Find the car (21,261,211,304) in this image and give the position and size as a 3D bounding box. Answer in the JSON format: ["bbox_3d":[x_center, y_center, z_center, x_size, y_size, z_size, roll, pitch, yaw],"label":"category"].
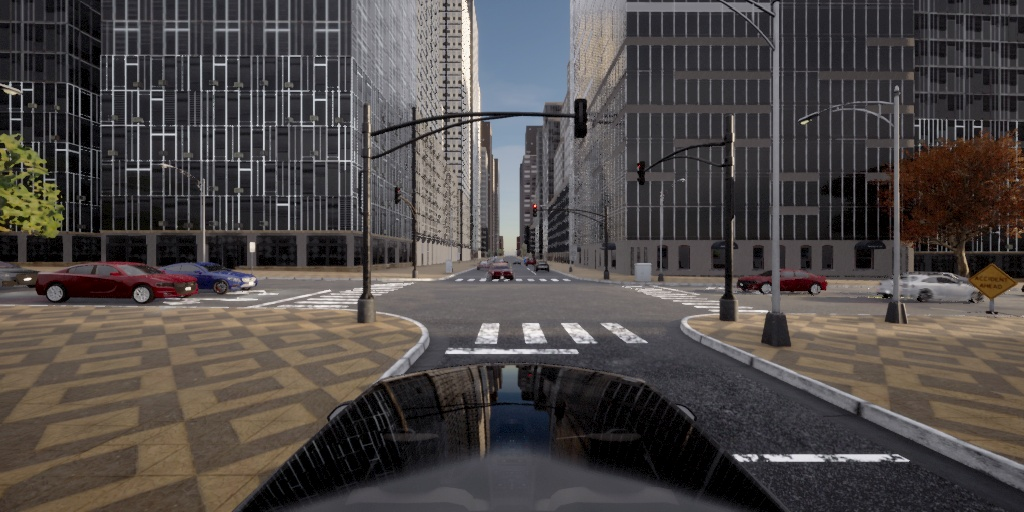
[{"bbox_3d":[-15.288,0.973,14.080,5.008,1.535,1.882,1,0,-2],"label":"car"}]

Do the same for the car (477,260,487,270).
[{"bbox_3d":[-4.119,1.343,52.154,1.802,1.307,4.207,0,0,0],"label":"car"}]

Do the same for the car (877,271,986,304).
[{"bbox_3d":[22.205,1.701,19.115,4.674,1.442,1.812,1,0,-3],"label":"car"}]

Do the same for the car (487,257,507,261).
[{"bbox_3d":[-1.606,1.115,44.870,2.097,1.767,4.553,0,0,0],"label":"car"}]

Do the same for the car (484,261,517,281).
[{"bbox_3d":[-1.060,1.371,30.094,1.895,1.301,4.718,0,0,-8],"label":"car"}]

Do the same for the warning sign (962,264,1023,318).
[{"bbox_3d":[17.257,1.204,12.900,1.060,1.860,1.300,0,0,-3],"label":"warning sign"}]

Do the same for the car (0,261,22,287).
[{"bbox_3d":[-24.903,0.882,16.875,4.181,1.385,1.994,1,0,-3],"label":"car"}]

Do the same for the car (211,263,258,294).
[{"bbox_3d":[-14.977,1.026,17.352,4.674,1.442,1.812,1,0,-1],"label":"car"}]

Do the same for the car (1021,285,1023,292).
[{"bbox_3d":[36.279,1.932,23.269,4.892,1.490,1.837,1,0,-3],"label":"car"}]

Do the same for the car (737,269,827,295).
[{"bbox_3d":[16.718,1.554,22.334,5.008,1.535,1.882,1,0,-3],"label":"car"}]

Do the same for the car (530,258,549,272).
[{"bbox_3d":[3.844,1.329,46.676,1.948,1.339,4.313,0,0,0],"label":"car"}]
